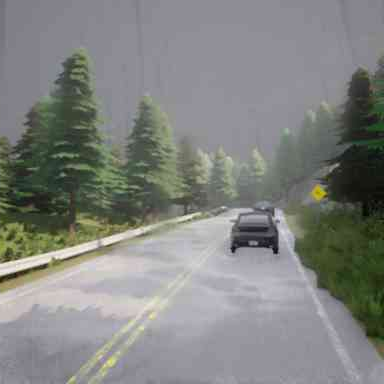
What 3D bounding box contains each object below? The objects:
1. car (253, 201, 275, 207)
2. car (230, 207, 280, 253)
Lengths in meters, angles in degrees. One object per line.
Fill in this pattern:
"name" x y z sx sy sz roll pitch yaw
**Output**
"car" 7.285 1.642 33.712 2.097 1.767 4.553 0 -1 14
"car" 2.711 1.617 14.358 1.837 1.490 4.892 0 0 12
